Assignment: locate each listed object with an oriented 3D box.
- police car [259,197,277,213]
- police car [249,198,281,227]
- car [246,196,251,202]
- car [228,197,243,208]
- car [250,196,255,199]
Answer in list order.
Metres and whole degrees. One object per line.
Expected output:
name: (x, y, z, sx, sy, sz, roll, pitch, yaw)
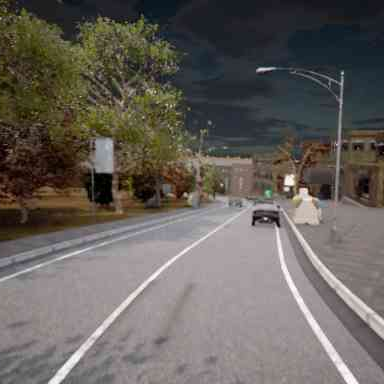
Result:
police car: (9.014, 1.514, 39.350, 1.930, 1.638, 5.238, 2, 0, 13)
police car: (5.294, 1.494, 23.708, 1.930, 1.638, 5.238, 2, 0, 13)
car: (13.356, 1.469, 75.357, 1.895, 1.301, 4.718, 0, 0, 1)
car: (6.362, 1.468, 48.587, 1.837, 1.490, 4.892, 2, 0, 13)
car: (12.132, 1.611, 60.144, 1.994, 1.385, 4.181, 1, 0, 7)
